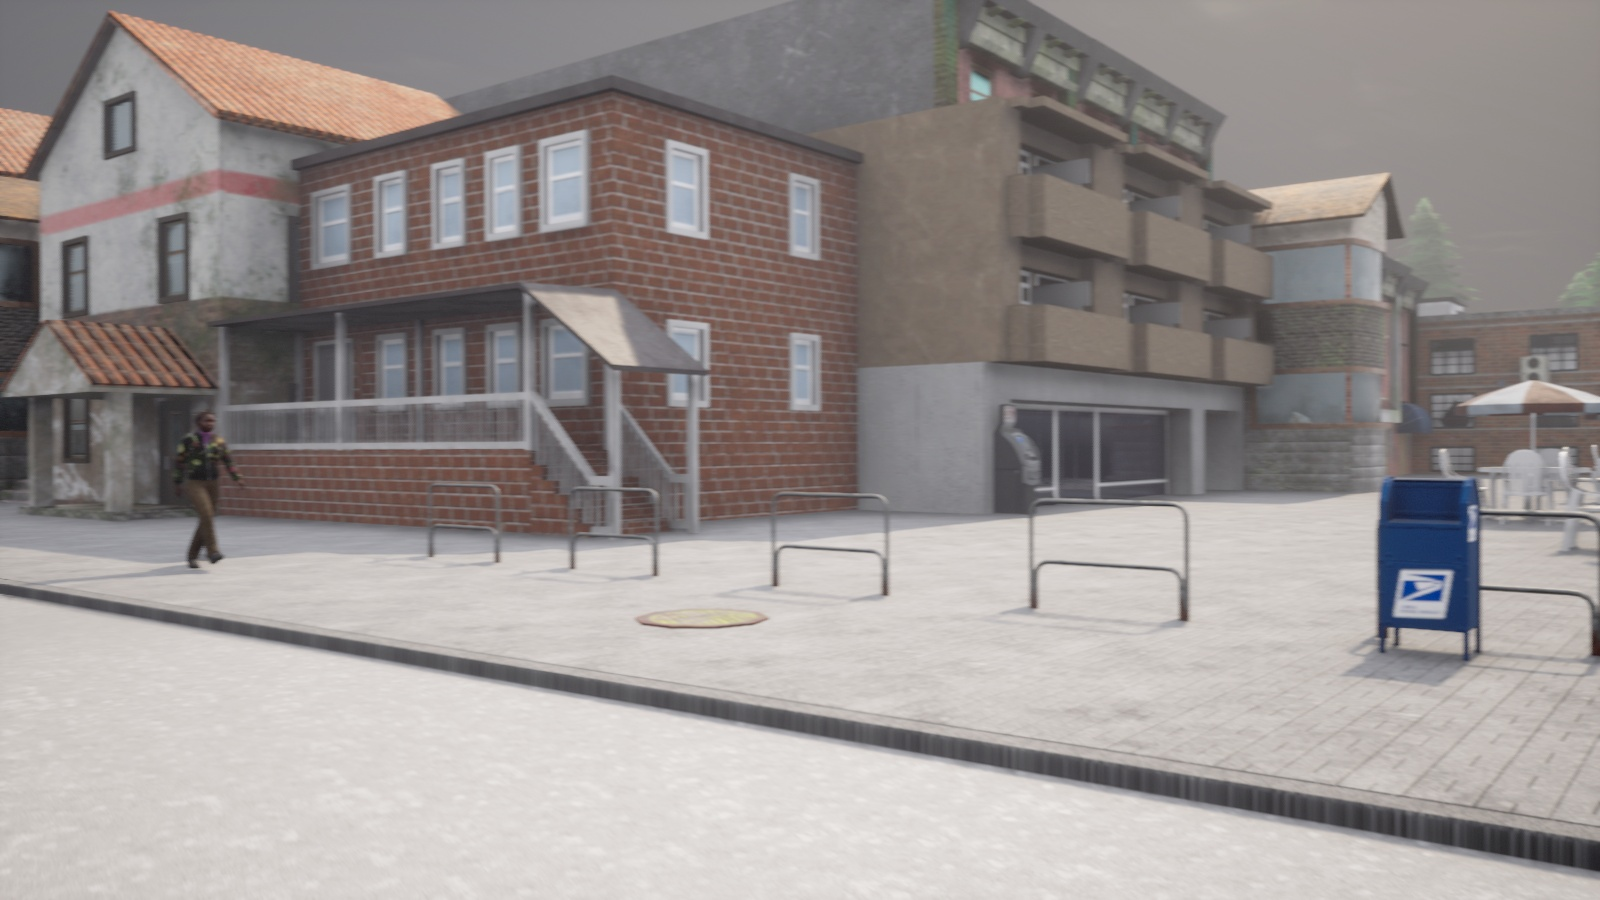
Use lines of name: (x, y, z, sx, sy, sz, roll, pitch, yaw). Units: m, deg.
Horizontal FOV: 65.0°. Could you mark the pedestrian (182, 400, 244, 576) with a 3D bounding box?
pedestrian: (-6.616, 0.413, 14.154, 0.692, 1.930, 0.395, 0, 0, 43)
